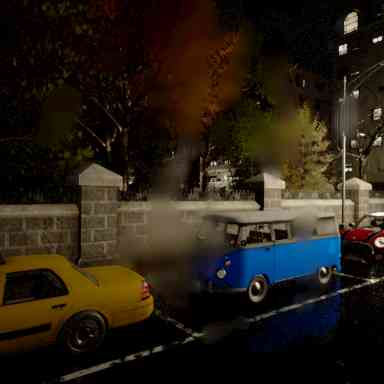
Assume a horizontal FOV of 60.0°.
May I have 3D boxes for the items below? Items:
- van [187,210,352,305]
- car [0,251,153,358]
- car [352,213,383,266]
[{"bbox_3d":[1.806,1.342,7.840,3.998,1.788,1.690,0,1,-36],"label":"van"},{"bbox_3d":[-2.902,1.525,4.481,4.829,1.417,1.752,0,1,-36],"label":"car"},{"bbox_3d":[6.374,1.441,11.103,4.097,1.590,1.967,0,1,-36],"label":"car"}]
